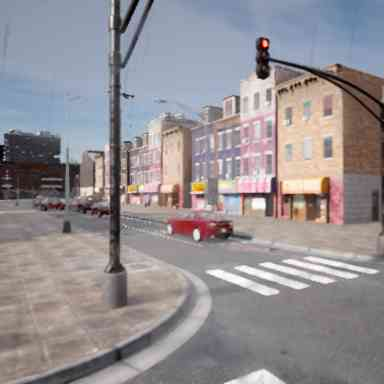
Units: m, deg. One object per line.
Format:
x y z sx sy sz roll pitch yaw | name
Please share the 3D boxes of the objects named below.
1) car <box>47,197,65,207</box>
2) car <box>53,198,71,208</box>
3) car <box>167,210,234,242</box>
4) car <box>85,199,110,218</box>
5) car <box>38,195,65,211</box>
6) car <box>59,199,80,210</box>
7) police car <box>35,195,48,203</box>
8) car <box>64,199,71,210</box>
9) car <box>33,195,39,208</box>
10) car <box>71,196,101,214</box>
-22.117 1.594 54.075 2.008 1.369 4.403 1 -1 -31 | car
-19.318 1.621 49.413 1.802 1.307 4.206 1 -1 -31 | car
0.277 1.591 16.783 1.887 1.381 4.507 1 0 -31 | car
-8.120 1.580 30.767 1.887 1.381 4.507 1 0 -31 | car
-17.157 1.373 40.774 2.097 1.767 4.553 0 0 -30 | car
-16.518 1.618 44.751 1.802 1.307 4.206 1 -1 -31 | car
-32.538 1.496 71.639 1.930 1.638 5.238 0 0 -31 | police car
-13.719 1.616 40.090 1.802 1.307 4.206 1 0 -31 | car
-22.393 1.573 49.401 2.033 1.411 5.357 0 0 -31 | car
-10.917 1.349 35.430 2.192 1.841 5.009 1 0 -31 | car
